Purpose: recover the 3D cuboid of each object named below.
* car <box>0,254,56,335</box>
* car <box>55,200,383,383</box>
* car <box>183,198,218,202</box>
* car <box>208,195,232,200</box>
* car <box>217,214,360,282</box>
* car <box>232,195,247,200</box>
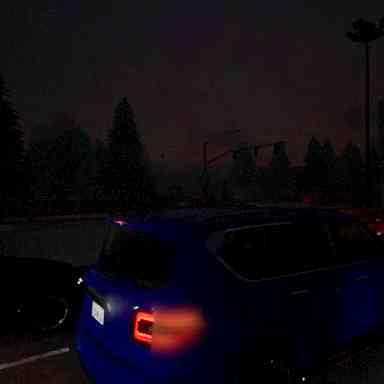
[{"bbox_3d":[-3.813,1.564,5.318,4.181,1.385,1.994,0,0,-36],"label":"car"},{"bbox_3d":[1.312,1.205,4.663,5.566,2.045,2.150,-1,0,-35],"label":"car"},{"bbox_3d":[-0.481,1.433,25.013,4.674,1.442,1.812,0,0,-35],"label":"car"},{"bbox_3d":[3.392,1.347,48.701,1.994,1.385,4.181,-1,0,-35],"label":"car"},{"bbox_3d":[3.034,1.514,10.178,4.181,1.385,1.994,-1,0,-34],"label":"car"},{"bbox_3d":[6.374,1.235,50.543,1.882,1.535,5.008,-1,1,-35],"label":"car"}]
